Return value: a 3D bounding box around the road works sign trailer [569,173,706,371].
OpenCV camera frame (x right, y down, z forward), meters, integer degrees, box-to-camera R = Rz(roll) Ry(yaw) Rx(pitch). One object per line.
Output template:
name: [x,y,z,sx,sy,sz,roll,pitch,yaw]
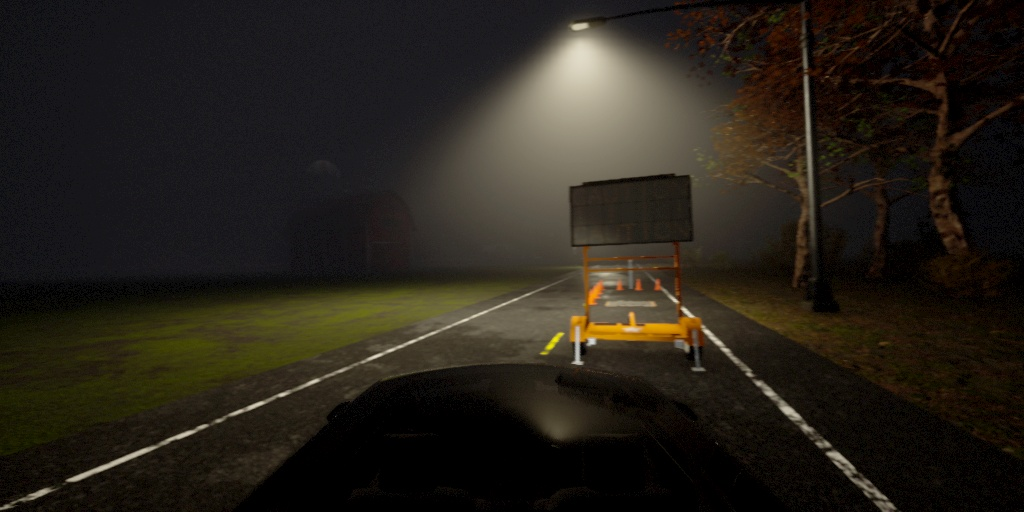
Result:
road works sign trailer: [2.581,0.157,7.610,2.380,3.560,2.880,0,0,18]
